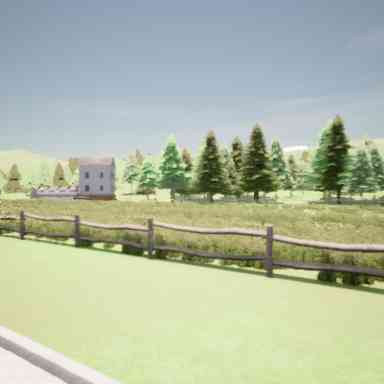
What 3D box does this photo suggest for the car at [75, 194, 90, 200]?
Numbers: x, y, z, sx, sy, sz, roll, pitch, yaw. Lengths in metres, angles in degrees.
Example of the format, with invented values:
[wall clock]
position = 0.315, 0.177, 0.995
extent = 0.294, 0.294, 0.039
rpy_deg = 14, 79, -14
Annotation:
[car]
position = -28.533, 1.457, 86.379
extent = 4.605, 1.855, 1.932
rpy_deg = 0, 0, 35
